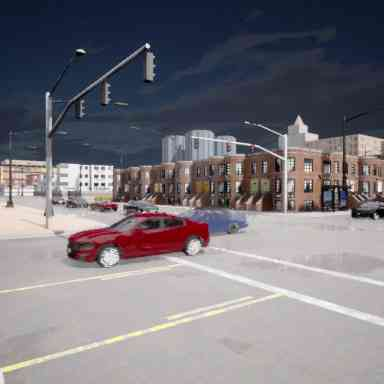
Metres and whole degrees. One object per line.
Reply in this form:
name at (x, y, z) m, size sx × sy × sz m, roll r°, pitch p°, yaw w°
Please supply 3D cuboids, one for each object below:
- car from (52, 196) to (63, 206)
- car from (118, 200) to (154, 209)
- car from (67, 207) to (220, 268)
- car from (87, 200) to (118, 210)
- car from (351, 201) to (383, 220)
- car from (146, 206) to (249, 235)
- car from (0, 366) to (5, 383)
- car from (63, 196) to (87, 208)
car at (-22.856, 1.492, 56.368) m, size 2.128 × 1.511 × 4.902 m, roll 0°, pitch 0°, yaw -35°
car at (-4.847, 1.505, 31.338) m, size 1.837 × 1.490 × 4.892 m, roll 0°, pitch 0°, yaw -36°
car at (-1.646, 1.477, 11.433) m, size 5.008 × 1.535 × 1.882 m, roll 0°, pitch 0°, yaw -36°
car at (-10.315, 1.601, 38.907) m, size 1.895 × 1.301 × 4.718 m, roll 0°, pitch 0°, yaw -36°
car at (15.274, 1.478, 27.884) m, size 5.008 × 1.535 × 1.882 m, roll 0°, pitch 0°, yaw -36°
car at (0.556, 1.547, 17.321) m, size 5.357 × 1.411 × 2.033 m, roll 0°, pitch 0°, yaw -36°
car at (-3.770, 1.221, 1.079) m, size 5.566 × 2.045 × 2.150 m, roll 0°, pitch 0°, yaw -35°
car at (-16.264, 1.352, 47.154) m, size 2.097 × 1.767 × 4.553 m, roll 0°, pitch 0°, yaw -36°
